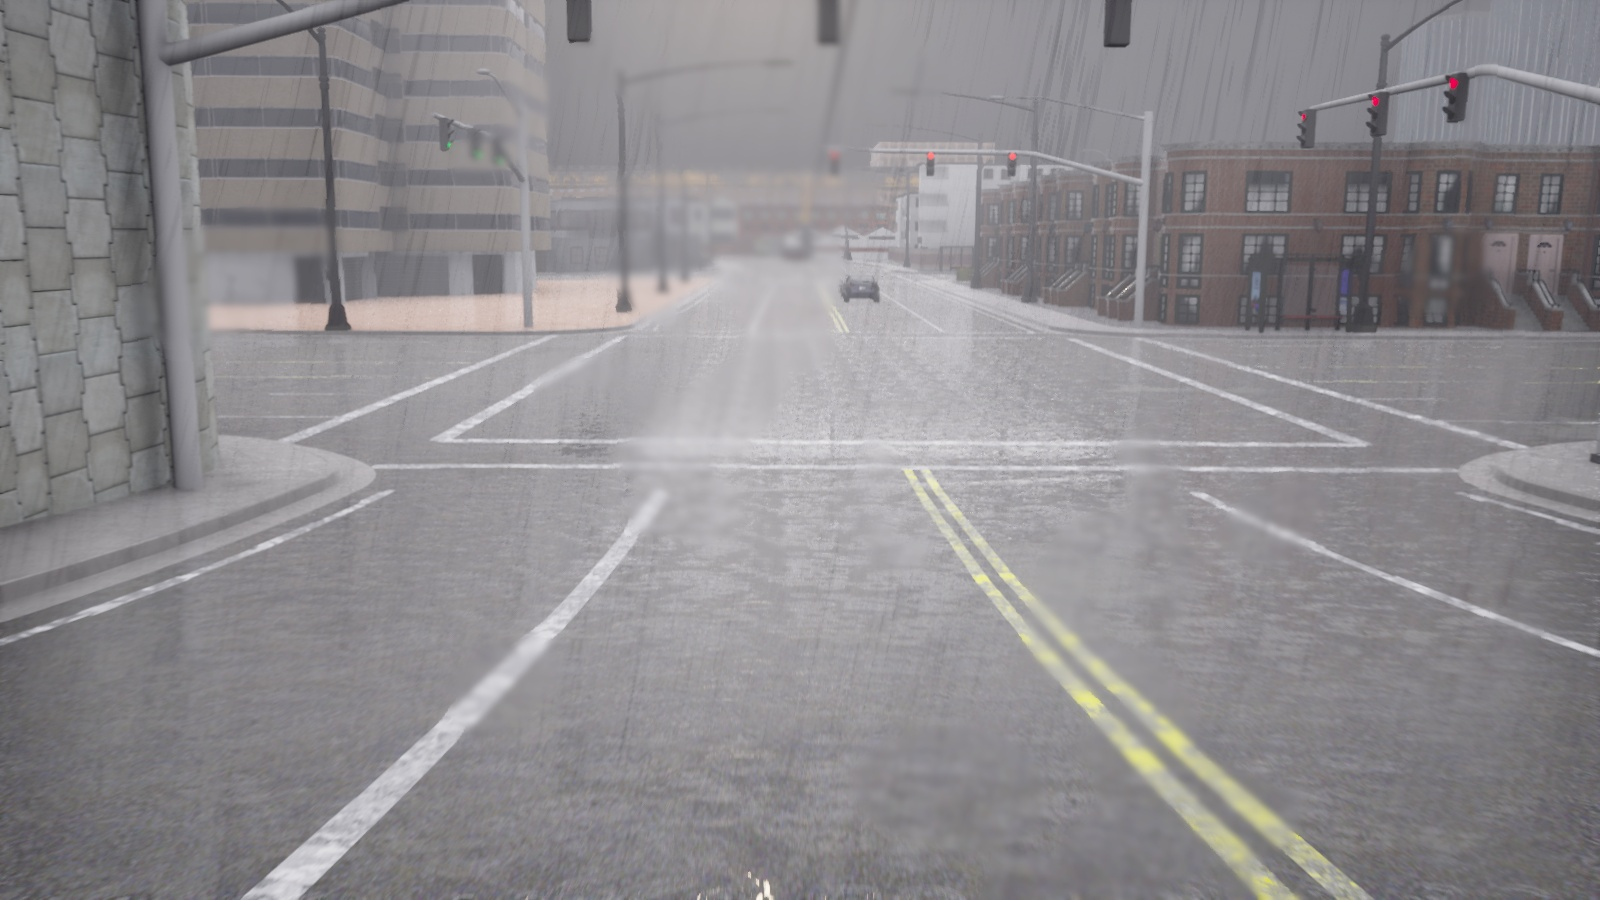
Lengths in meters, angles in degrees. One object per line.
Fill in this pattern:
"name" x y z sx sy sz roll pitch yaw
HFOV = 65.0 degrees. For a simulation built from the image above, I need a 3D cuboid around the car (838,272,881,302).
"car" 3.285 -9.136 70.158 2.163 1.488 4.792 0 10 0
